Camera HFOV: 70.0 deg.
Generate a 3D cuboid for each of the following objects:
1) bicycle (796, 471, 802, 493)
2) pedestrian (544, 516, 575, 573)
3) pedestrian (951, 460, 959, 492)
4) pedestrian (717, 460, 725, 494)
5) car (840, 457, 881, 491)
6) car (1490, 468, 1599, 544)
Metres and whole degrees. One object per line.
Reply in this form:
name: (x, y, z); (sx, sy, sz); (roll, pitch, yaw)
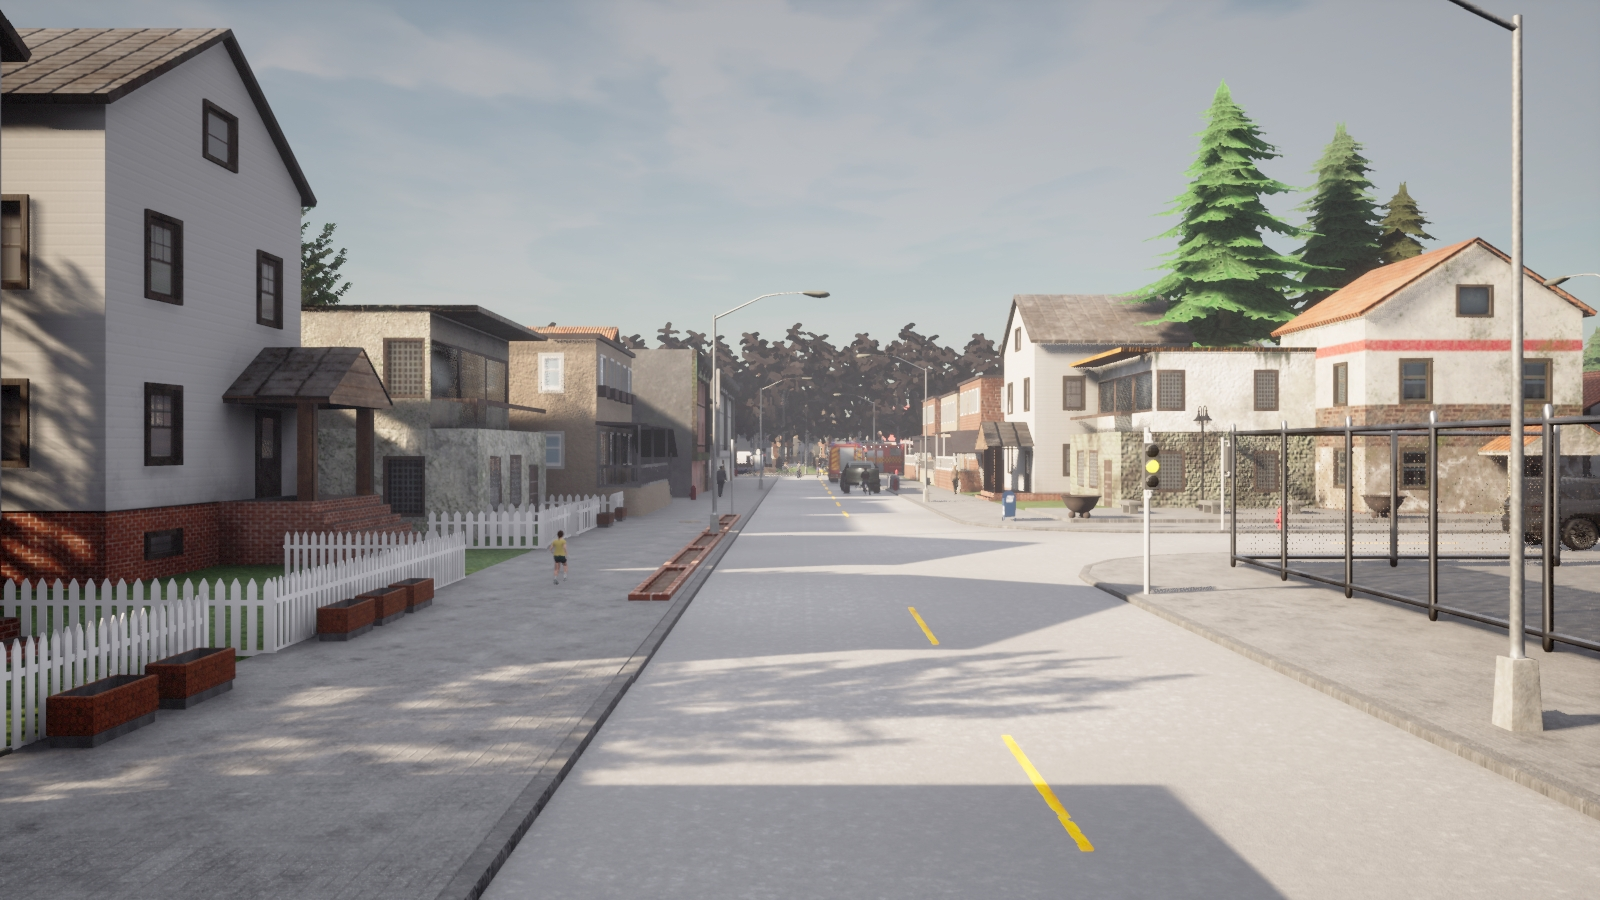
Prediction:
bicycle: (-0.067, 1.940, 69.737); (0.329, 1.271, 1.835); (0, 0, 0)
pedestrian: (-4.842, 1.905, 23.046); (0.500, 1.100, 0.500); (0, 0, 4)
pedestrian: (9.124, 1.524, 67.214); (0.375, 1.860, 0.375); (0, 0, 0)
pedestrian: (-4.460, 1.524, 64.406); (0.375, 1.860, 0.375); (0, 0, 4)
car: (3.979, 1.534, 75.783); (2.390, 2.098, 6.274); (0, 0, 0)
car: (23.071, 1.560, 32.475); (5.566, 2.045, 2.150); (0, 0, 1)
